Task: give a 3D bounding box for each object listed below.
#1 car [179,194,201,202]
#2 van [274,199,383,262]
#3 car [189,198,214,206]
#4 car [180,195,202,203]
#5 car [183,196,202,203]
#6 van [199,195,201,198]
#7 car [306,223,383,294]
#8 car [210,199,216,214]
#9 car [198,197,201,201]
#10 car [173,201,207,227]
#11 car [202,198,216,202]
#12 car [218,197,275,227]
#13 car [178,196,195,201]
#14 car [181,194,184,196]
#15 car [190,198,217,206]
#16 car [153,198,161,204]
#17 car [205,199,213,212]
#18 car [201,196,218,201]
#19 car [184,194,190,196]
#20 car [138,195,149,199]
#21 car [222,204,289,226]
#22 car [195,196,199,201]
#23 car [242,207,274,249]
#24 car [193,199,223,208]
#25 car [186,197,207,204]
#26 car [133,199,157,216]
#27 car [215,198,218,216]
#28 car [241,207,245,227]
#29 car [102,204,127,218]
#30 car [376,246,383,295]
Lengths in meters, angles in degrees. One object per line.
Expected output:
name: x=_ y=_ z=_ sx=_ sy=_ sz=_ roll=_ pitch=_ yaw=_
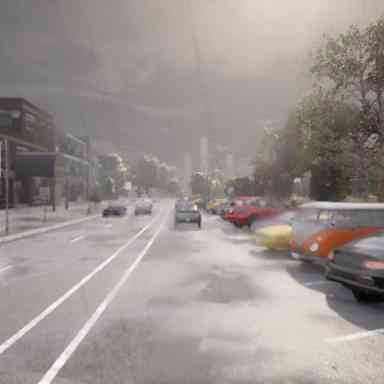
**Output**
car: x=-0.608 y=1.722 z=93.638 sx=5.566 sy=2.045 sz=2.435 roll=0 pitch=1 yaw=-27
van: x=5.127 y=1.331 z=10.620 sx=4.442 sy=1.987 sz=1.878 roll=1 pitch=0 yaw=-21
car: x=1.998 y=2.117 z=69.978 sx=4.892 sy=1.521 sz=2.231 roll=1 pitch=0 yaw=-26
car: x=-0.286 y=1.764 z=90.653 sx=5.566 sy=2.045 sz=2.435 roll=0 pitch=1 yaw=-27
car: x=0.121 y=1.932 z=87.737 sx=4.553 sy=1.767 sz=2.185 roll=0 pitch=1 yaw=-27
van: x=3.770 y=1.671 z=49.304 sx=4.442 sy=1.987 sz=1.878 roll=1 pitch=-1 yaw=-24
car: x=5.267 y=1.579 z=7.693 sx=4.674 sy=1.452 sz=2.002 roll=1 pitch=-1 yaw=-21
car: x=4.646 y=1.721 z=31.446 sx=4.892 sy=1.521 sz=2.231 roll=1 pitch=0 yaw=-23
car: x=3.862 y=1.863 z=46.281 sx=5.008 sy=1.535 sz=2.097 roll=1 pitch=0 yaw=-24
car: x=-0.336 y=1.666 z=24.204 sx=2.128 sy=1.511 sz=4.902 roll=0 pitch=-1 yaw=-2
car: x=4.196 y=1.803 z=40.353 sx=5.008 sy=1.535 sz=2.097 roll=1 pitch=-1 yaw=-23
car: x=4.993 y=1.395 z=22.559 sx=5.566 sy=2.045 sz=2.435 roll=1 pitch=-1 yaw=-22
car: x=-1.115 y=1.685 z=41.439 sx=2.097 sy=1.767 sz=4.553 roll=0 pitch=-1 yaw=-3
car: x=0.752 y=1.866 z=81.798 sx=5.566 sy=2.045 sz=2.435 roll=1 pitch=1 yaw=-27
car: x=2.258 y=2.090 z=67.020 sx=5.008 sy=1.535 sz=2.097 roll=1 pitch=-1 yaw=-25
car: x=-8.295 y=2.044 z=77.500 sx=1.882 sy=1.535 sz=5.008 roll=0 pitch=0 yaw=-6
car: x=4.330 y=1.804 z=37.372 sx=4.792 sy=1.488 sz=2.163 roll=1 pitch=0 yaw=-23
car: x=4.003 y=1.707 z=43.313 sx=4.553 sy=1.767 sz=2.185 roll=1 pitch=-1 yaw=-23
car: x=1.730 y=1.881 z=72.958 sx=5.566 sy=2.045 sz=2.435 roll=1 pitch=-1 yaw=-26
car: x=-10.797 y=1.711 z=74.470 sx=2.150 sy=2.045 sz=5.566 roll=0 pitch=0 yaw=-6
car: x=4.870 y=1.709 z=25.509 sx=4.674 sy=1.452 sz=2.002 roll=1 pitch=0 yaw=-22
car: x=3.251 y=1.959 z=55.171 sx=5.008 sy=1.535 sz=2.097 roll=1 pitch=0 yaw=-24
car: x=5.010 y=1.573 z=13.565 sx=5.366 sy=1.575 sz=1.946 roll=1 pitch=0 yaw=-21
car: x=2.944 y=2.025 z=61.179 sx=5.366 sy=1.575 sz=1.946 roll=1 pitch=-1 yaw=-25
car: x=1.069 y=2.006 z=78.845 sx=4.553 sy=1.767 sz=2.185 roll=1 pitch=0 yaw=-26
car: x=-5.196 y=1.816 z=36.391 sx=1.812 sy=1.442 sz=4.674 roll=0 pitch=-1 yaw=-3
car: x=4.727 y=1.568 z=28.474 sx=4.553 sy=1.767 sz=2.185 roll=1 pitch=-1 yaw=-22
car: x=5.123 y=1.640 z=16.602 sx=4.674 sy=1.452 sz=2.002 roll=1 pitch=0 yaw=-21
car: x=-7.876 y=1.872 z=34.039 sx=1.895 sy=1.301 sz=4.718 roll=0 pitch=-1 yaw=-3
car: x=5.272 y=1.560 z=4.739 sx=4.674 sy=1.452 sz=2.002 roll=0 pitch=0 yaw=-20
